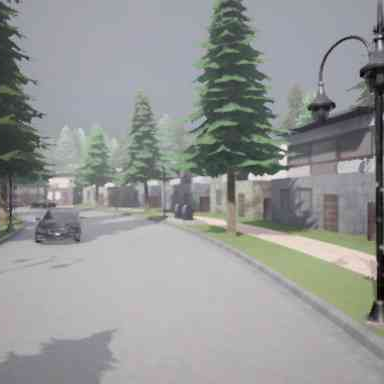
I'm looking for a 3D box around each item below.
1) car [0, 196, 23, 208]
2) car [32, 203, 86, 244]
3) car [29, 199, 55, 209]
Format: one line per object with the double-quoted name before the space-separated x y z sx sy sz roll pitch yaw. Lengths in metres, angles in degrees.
"car" -28.134 1.449 51.118 4.553 1.767 2.097 0 0 31
"car" -6.254 1.519 16.015 1.837 1.490 4.892 0 0 -17
"car" -20.079 1.656 44.902 4.718 1.301 1.895 0 0 40
